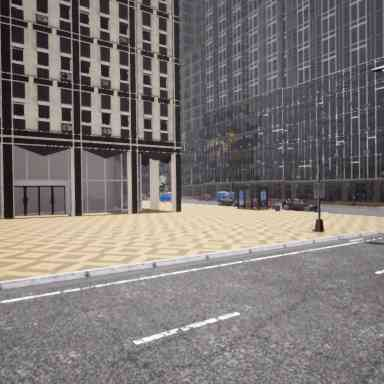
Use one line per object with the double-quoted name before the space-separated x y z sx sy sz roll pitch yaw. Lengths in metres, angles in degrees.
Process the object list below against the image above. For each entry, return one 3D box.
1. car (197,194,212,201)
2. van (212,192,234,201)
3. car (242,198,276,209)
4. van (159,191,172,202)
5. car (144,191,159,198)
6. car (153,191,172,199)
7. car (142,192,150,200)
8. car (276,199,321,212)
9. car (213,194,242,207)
"car" 2.664 1.043 64.027 1.802 1.307 4.206 0 1 -34
"van" 5.865 0.855 59.328 1.690 1.788 3.998 0 1 -34
"car" 8.454 1.388 40.463 1.802 1.307 4.206 0 1 -34
"van" -4.260 0.937 59.305 1.690 1.788 3.998 0 1 -34
"car" -10.143 0.686 82.809 1.967 1.590 4.097 0 1 -34
"car" -6.941 0.615 78.112 2.192 1.841 5.009 0 1 -34
"car" -10.664 1.040 68.700 2.008 1.369 4.403 0 1 -34
"car" 11.642 1.424 35.755 1.947 1.339 4.313 0 1 -34
"car" 5.300 1.319 45.192 1.947 1.339 4.313 0 1 -34
